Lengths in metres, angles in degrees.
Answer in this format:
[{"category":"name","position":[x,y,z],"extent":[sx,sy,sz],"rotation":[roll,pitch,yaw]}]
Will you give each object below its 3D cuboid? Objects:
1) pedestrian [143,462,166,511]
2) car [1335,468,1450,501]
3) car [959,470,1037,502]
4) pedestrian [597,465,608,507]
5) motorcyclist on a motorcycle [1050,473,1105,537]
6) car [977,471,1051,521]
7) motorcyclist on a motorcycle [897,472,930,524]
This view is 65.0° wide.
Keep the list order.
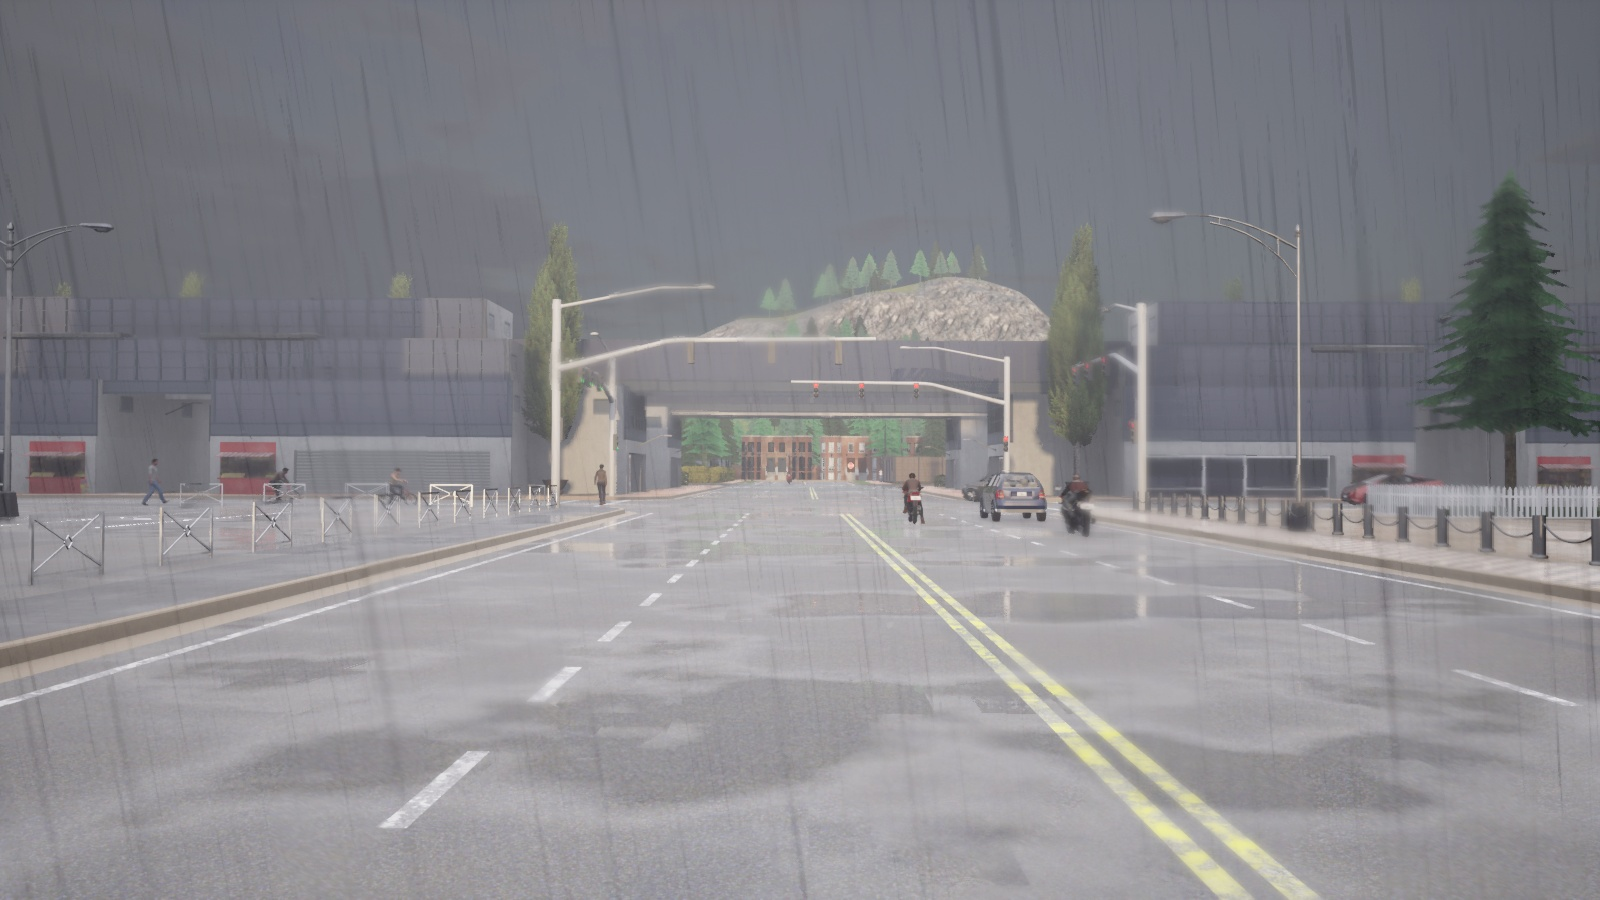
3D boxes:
[{"category":"pedestrian","position":[-24.501,1.370,47.664],"extent":[0.706,1.836,0.354],"rotation":[0,-1,-17]},{"category":"car","position":[28.101,1.649,59.684],"extent":[4.514,1.525,2.007],"rotation":[0,-1,0]},{"category":"car","position":[10.079,1.825,64.024],"extent":[3.705,1.549,1.789],"rotation":[0,-1,17]},{"category":"pedestrian","position":[-8.708,1.578,55.348],"extent":[0.328,1.805,0.869],"rotation":[0,-1,2]},{"category":"motorcyclist on a motorcycle","position":[6.920,1.348,31.387],"extent":[0.866,1.530,2.191],"rotation":[0,-1,0]},{"category":"car","position":[6.895,1.449,40.792],"extent":[1.789,1.549,3.705],"rotation":[0,-1,0]},{"category":"motorcyclist on a motorcycle","position":[3.393,1.415,37.733],"extent":[0.797,1.523,2.044],"rotation":[0,-1,0]}]
